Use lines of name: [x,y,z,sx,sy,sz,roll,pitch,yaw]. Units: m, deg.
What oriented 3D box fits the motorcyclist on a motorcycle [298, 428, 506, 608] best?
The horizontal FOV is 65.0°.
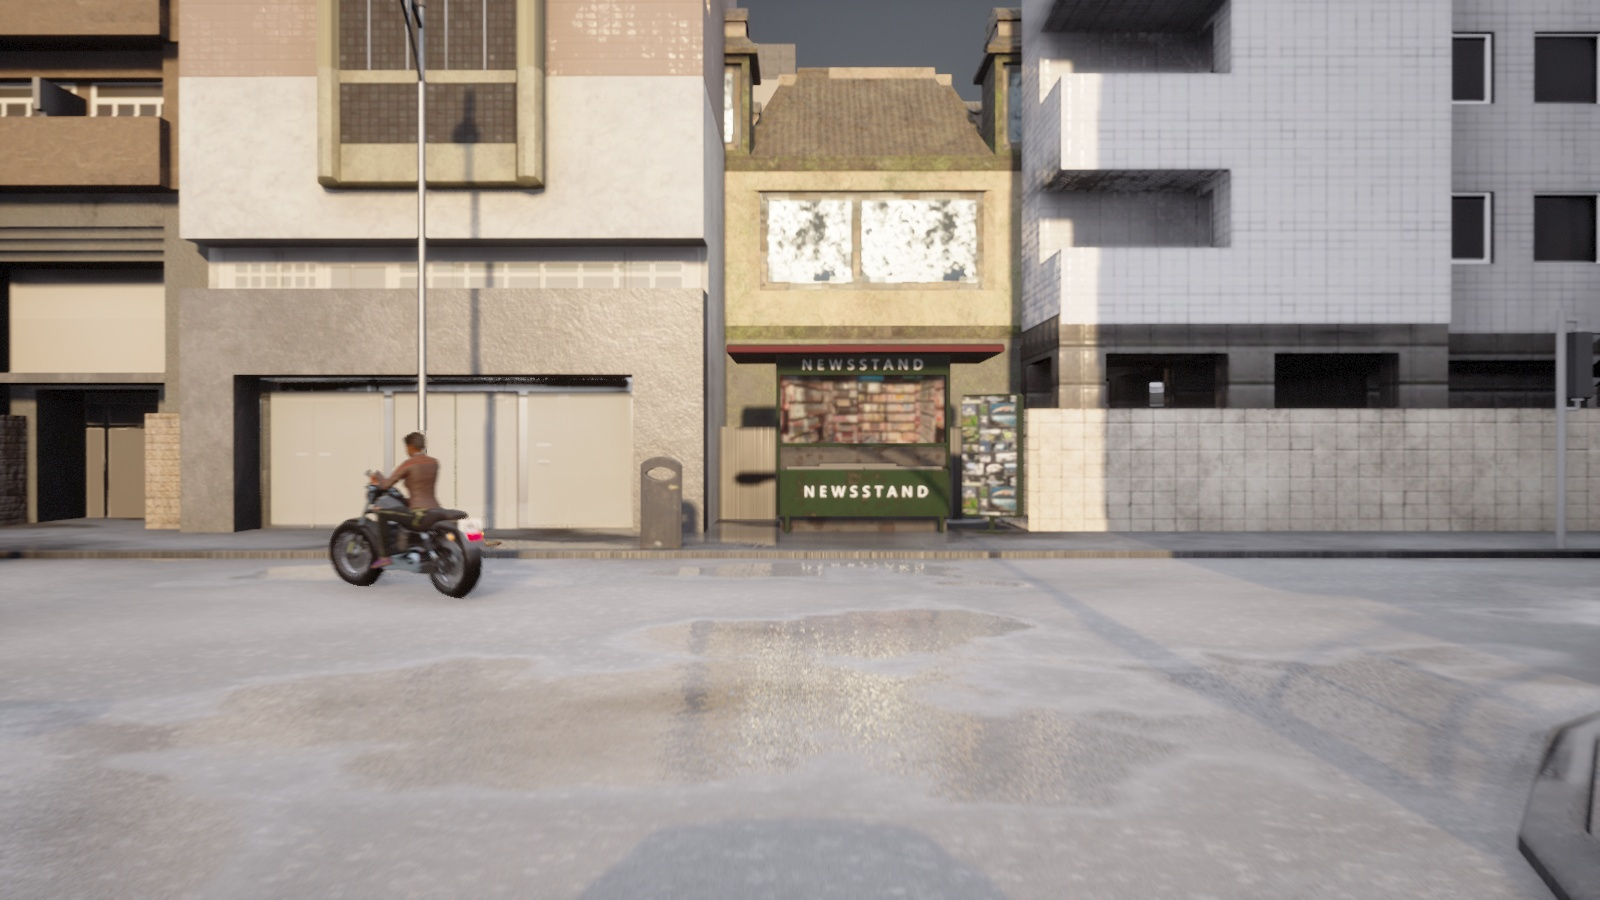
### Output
motorcyclist on a motorcycle: [-4.023,0.623,12.587,2.350,1.649,0.766,0,2,39]
